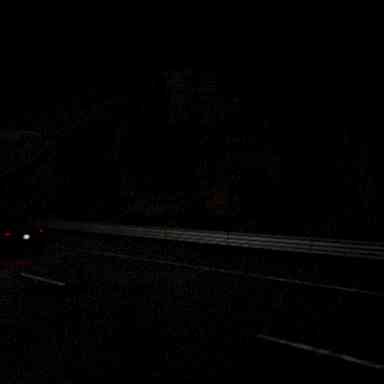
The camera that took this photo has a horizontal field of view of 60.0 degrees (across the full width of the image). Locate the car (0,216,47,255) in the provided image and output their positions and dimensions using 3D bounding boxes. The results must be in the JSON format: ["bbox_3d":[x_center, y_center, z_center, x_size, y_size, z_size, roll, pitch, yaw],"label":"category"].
[{"bbox_3d":[-7.935,1.699,13.843,4.181,1.385,1.994,-1,0,36],"label":"car"}]
